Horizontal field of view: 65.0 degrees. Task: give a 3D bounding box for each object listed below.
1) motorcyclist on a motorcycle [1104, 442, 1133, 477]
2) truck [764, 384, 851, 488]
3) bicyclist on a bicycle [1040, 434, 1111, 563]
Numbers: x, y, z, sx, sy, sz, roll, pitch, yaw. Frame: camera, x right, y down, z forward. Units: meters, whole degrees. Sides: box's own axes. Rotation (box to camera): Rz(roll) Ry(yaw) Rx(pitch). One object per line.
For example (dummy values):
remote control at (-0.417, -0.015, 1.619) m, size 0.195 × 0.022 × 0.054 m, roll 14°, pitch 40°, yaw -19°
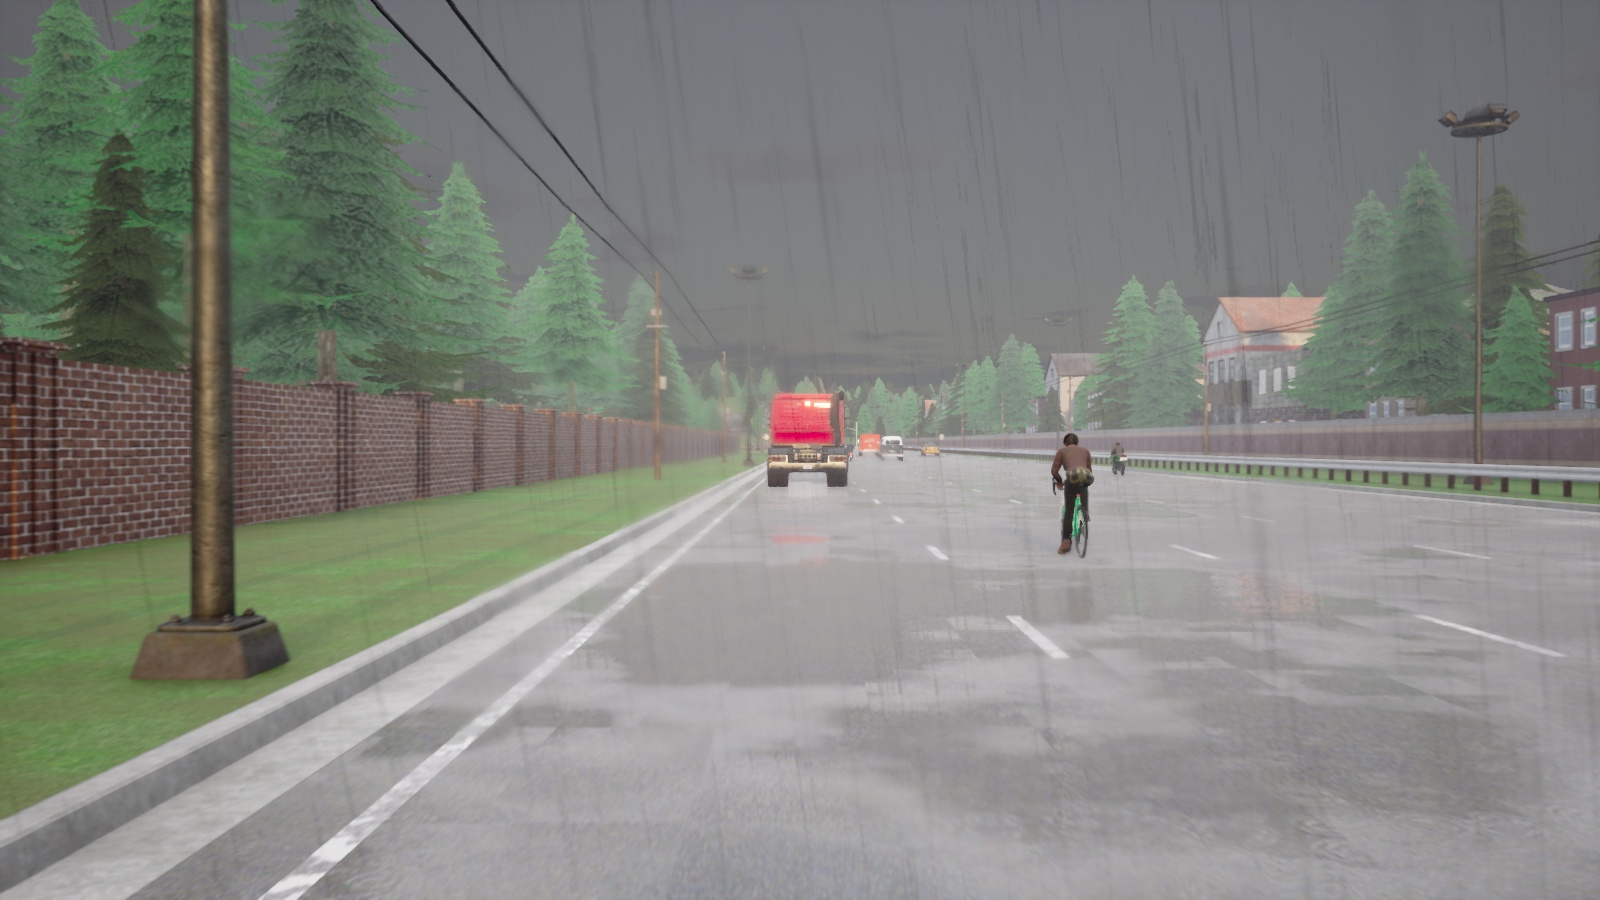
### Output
motorcyclist on a motorcycle at (14.339, 0.421, 56.559) m, size 0.797 × 1.523 × 2.044 m, roll 0°, pitch 0°, yaw 0°
truck at (0.277, -0.493, 45.677) m, size 2.891 × 3.462 × 7.936 m, roll 0°, pitch 0°, yaw 0°
bicyclist on a bicycle at (3.610, 0.609, 16.572) m, size 0.582 × 1.620 × 1.656 m, roll 0°, pitch 0°, yaw 0°
